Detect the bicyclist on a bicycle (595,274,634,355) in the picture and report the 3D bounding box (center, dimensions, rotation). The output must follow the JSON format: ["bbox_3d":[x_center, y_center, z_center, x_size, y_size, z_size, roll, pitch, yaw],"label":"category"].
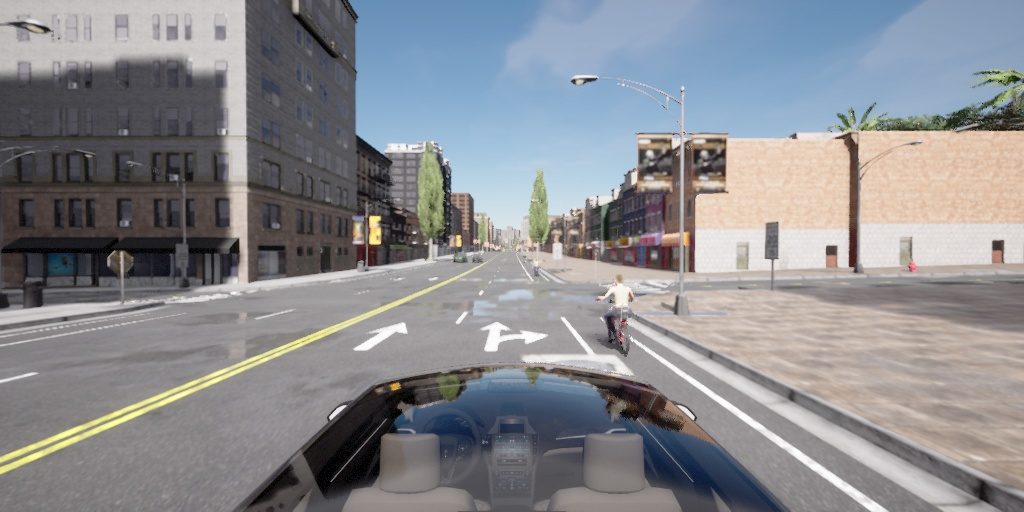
[{"bbox_3d":[2.271,1.185,7.724,0.866,1.612,1.509,0,0,0],"label":"bicyclist on a bicycle"}]

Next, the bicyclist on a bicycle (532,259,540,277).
[{"bbox_3d":[2.245,1.081,33.265,0.866,1.612,1.509,0,1,0],"label":"bicyclist on a bicycle"}]
